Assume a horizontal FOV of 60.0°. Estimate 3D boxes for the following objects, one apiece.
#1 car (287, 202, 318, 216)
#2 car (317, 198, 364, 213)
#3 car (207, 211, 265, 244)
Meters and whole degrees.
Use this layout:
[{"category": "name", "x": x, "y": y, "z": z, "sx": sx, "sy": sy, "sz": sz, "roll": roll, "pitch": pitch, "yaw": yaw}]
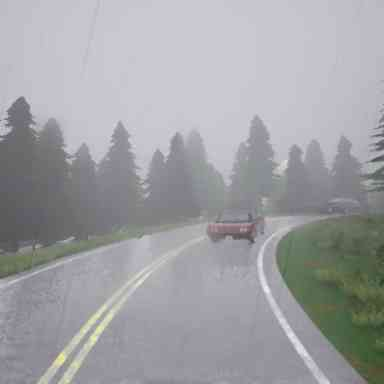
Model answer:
[{"category": "car", "x": 11.467, "y": 1.650, "z": 32.367, "sx": 4.718, "sy": 1.301, "sz": 1.895, "roll": 1, "pitch": -5, "yaw": -33}, {"category": "car", "x": 13.752, "y": 1.315, "z": 29.765, "sx": 4.892, "sy": 1.490, "sz": 1.837, "roll": 2, "pitch": -6, "yaw": -35}, {"category": "car", "x": 2.254, "y": 1.541, "z": 15.568, "sx": 1.895, "sy": 1.301, "sz": 4.718, "roll": -2, "pitch": 0, "yaw": 20}]
